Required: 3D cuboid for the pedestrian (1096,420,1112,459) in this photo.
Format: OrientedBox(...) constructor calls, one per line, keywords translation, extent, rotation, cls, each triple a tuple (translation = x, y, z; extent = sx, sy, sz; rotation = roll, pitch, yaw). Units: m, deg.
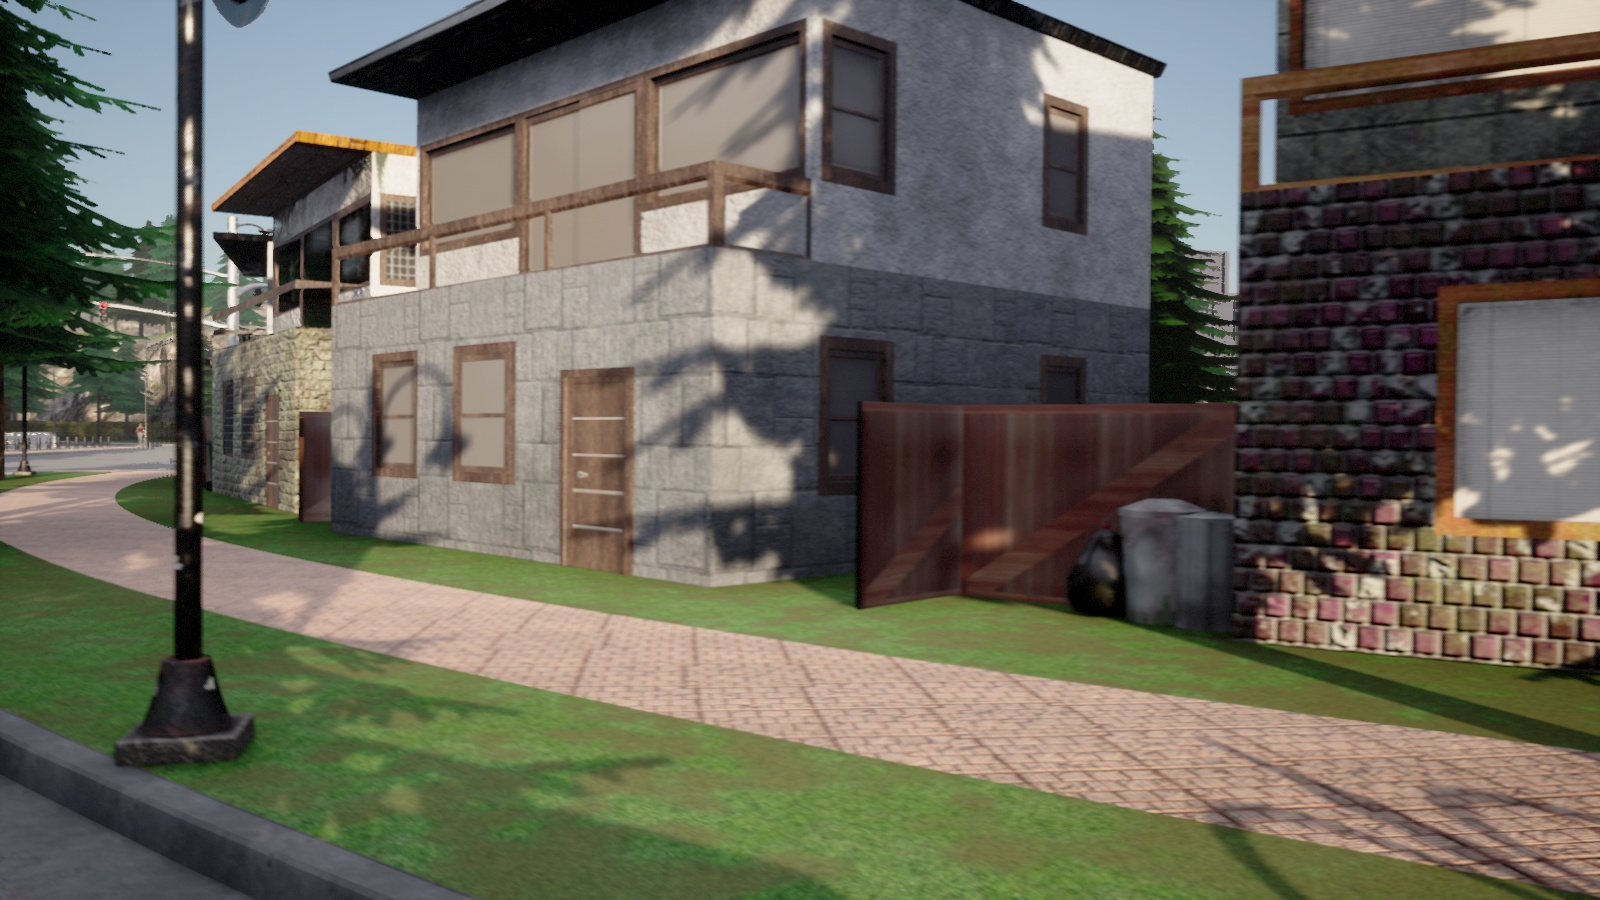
OrientedBox(translation=(14.475, -0.480, 59.746), extent=(0.634, 1.846, 0.331), rotation=(-1, 1, -8), cls="pedestrian")
